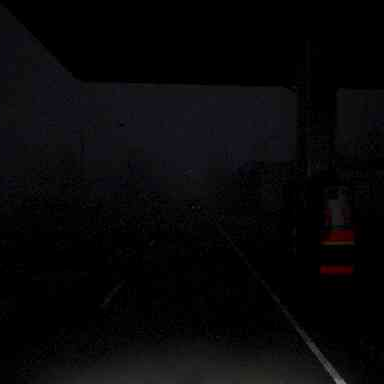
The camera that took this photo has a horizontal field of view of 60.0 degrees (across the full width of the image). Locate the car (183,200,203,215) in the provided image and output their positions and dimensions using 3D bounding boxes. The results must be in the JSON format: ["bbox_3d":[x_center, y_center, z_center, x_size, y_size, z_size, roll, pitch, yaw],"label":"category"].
[{"bbox_3d":[0.102,1.507,33.890,2.033,1.411,5.357,0,0,0],"label":"car"}]

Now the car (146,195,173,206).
[{"bbox_3d":[-5.387,1.288,54.752,4.553,1.767,2.097,0,1,37],"label":"car"}]

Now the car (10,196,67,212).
[{"bbox_3d":[-16.437,1.289,35.230,5.027,1.636,2.152,0,0,-1],"label":"car"}]

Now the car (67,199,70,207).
[{"bbox_3d":[-16.508,1.294,38.367,4.514,1.523,2.007,0,0,-1],"label":"car"}]
